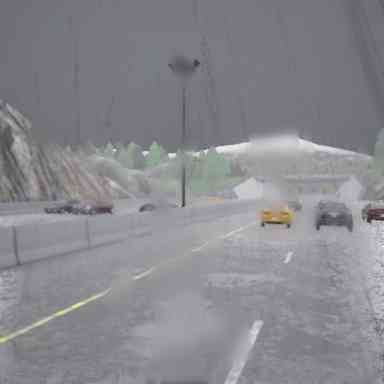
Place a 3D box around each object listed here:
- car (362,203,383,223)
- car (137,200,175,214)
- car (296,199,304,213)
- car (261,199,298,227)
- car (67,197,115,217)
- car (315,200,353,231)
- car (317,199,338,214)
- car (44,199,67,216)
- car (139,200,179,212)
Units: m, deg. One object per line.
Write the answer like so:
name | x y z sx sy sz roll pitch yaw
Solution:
car | 14.729 1.586 26.379 1.882 1.535 5.008 0 0 21
car | -3.871 1.602 37.060 2.033 1.411 5.357 0 0 21
car | 12.071 1.613 39.085 2.128 1.511 4.902 0 0 21
car | 6.110 1.546 23.409 1.882 1.535 5.008 0 0 21
car | -9.452 1.375 32.261 2.097 1.767 4.553 0 0 21
car | 9.221 1.429 21.744 2.097 1.767 4.553 0 0 22
car | 15.326 1.622 37.793 2.128 1.511 4.902 0 0 21
car | -12.688 1.518 33.601 1.837 1.490 4.892 0 0 21
car | -2.662 1.611 30.421 1.994 1.385 4.181 0 0 21
